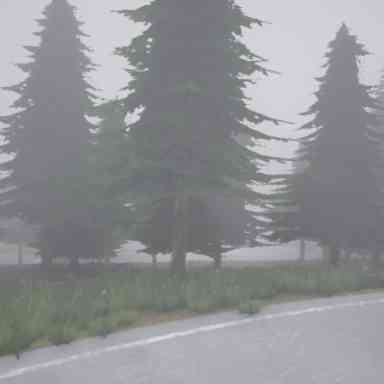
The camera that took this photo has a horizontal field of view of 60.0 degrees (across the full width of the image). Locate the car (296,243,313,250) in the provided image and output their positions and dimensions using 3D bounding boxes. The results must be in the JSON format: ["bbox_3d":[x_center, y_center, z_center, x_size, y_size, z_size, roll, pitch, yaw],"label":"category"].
[{"bbox_3d":[22.822,10.846,66.816,1.994,1.381,4.181,3,-1,-20],"label":"car"}]
